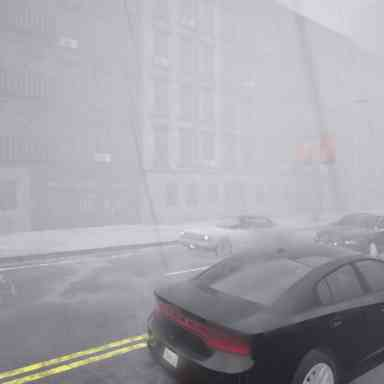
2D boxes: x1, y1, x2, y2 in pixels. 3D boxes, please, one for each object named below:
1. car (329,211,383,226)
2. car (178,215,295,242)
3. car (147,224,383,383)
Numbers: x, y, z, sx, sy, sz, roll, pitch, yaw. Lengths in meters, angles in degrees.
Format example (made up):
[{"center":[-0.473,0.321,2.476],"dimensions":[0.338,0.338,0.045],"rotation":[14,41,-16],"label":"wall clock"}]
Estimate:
[{"center":[6.458,1.502,12.232],"dimensions":[4.892,1.490,1.837],"rotation":[0,0,-35],"label":"car"},{"center":[1.809,1.599,12.923],"dimensions":[4.718,1.301,1.895],"rotation":[0,0,-35],"label":"car"},{"center":[1.815,1.477,4.720],"dimensions":[5.008,1.535,1.882],"rotation":[0,0,-35],"label":"car"}]
